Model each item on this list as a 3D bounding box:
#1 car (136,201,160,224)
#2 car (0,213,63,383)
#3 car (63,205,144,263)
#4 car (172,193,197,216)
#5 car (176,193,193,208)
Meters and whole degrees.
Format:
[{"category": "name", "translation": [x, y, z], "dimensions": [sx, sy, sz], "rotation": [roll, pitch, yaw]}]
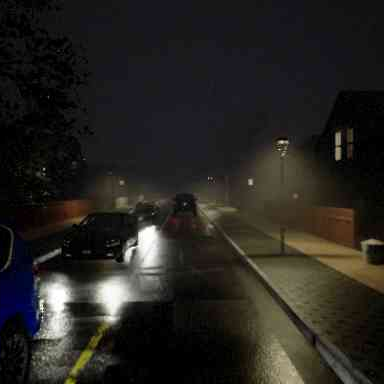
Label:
[{"category": "car", "translation": [-3.378, 1.454, 24.268], "dimensions": [2.128, 1.511, 4.902], "rotation": [0, 0, -1]}, {"category": "car", "translation": [-2.869, 1.231, 1.871], "dimensions": [2.150, 2.045, 5.566], "rotation": [0, 0, -1]}, {"category": "car", "translation": [-3.110, 1.466, 12.156], "dimensions": [1.882, 1.535, 5.008], "rotation": [0, 0, -1]}, {"category": "car", "translation": [-0.665, 1.157, 31.507], "dimensions": [2.150, 2.045, 5.566], "rotation": [0, 0, -1]}, {"category": "car", "translation": [-1.027, 1.130, 46.985], "dimensions": [2.150, 2.045, 5.566], "rotation": [0, 1, -1]}]
